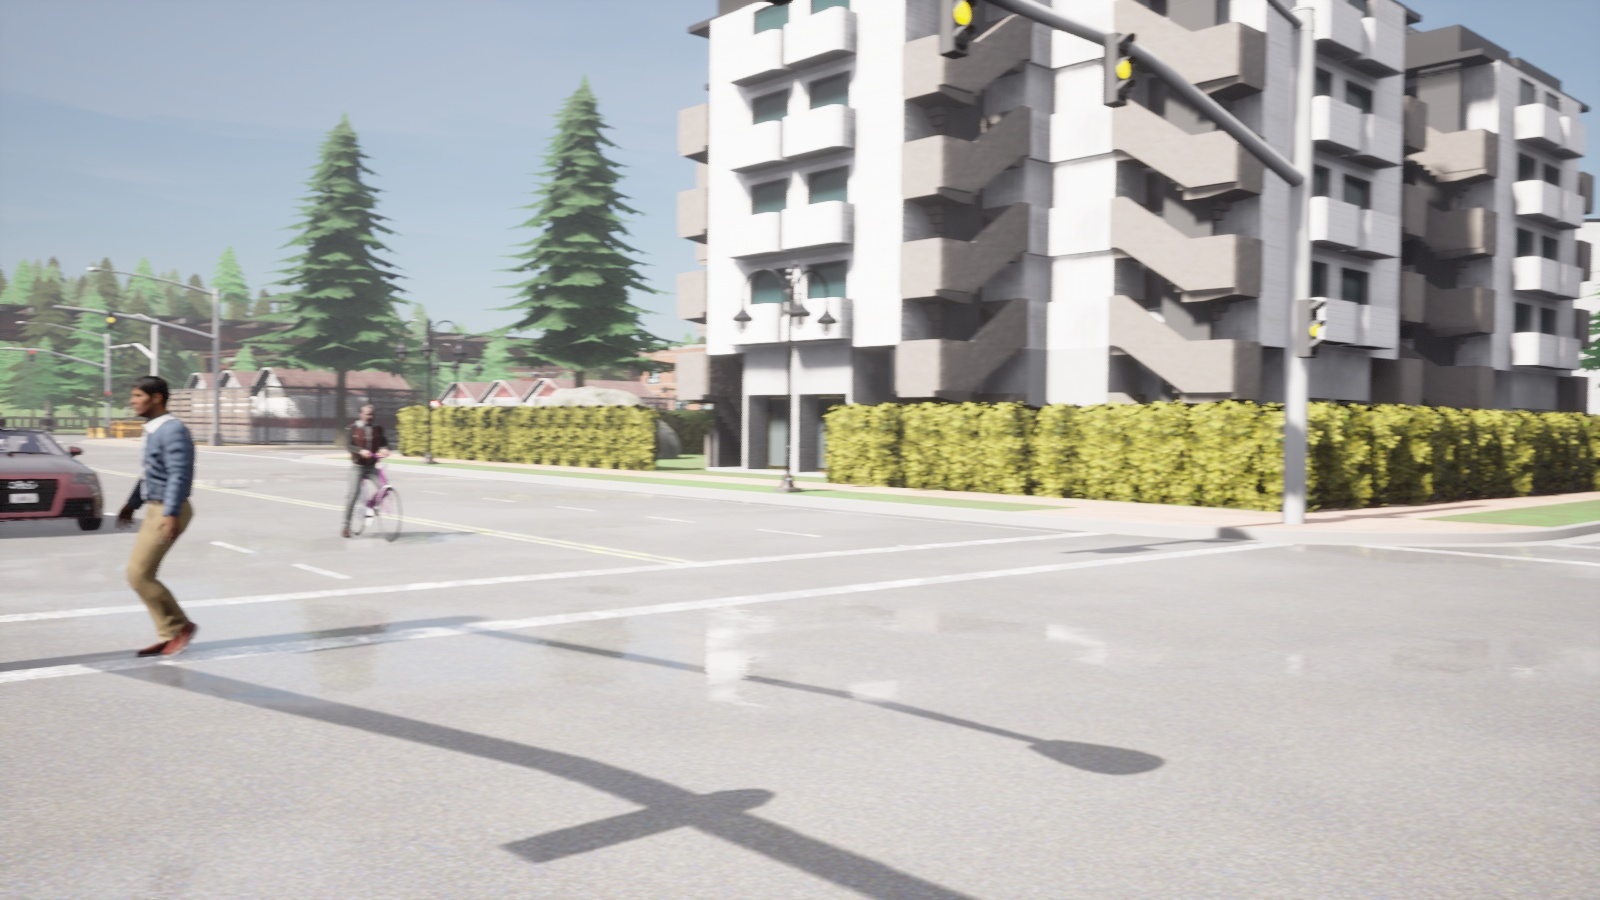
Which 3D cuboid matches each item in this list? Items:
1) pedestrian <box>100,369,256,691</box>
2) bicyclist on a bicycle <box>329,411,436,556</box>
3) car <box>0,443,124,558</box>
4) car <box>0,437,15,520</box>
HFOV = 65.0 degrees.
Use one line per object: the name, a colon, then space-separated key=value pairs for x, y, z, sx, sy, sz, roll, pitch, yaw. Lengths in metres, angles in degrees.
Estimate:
pedestrian: x=-3.962 y=0.478 z=8.015 sx=0.788 sy=1.949 sz=0.423 roll=-1 pitch=1 yaw=-39
bicyclist on a bicycle: x=-5.441 y=0.404 z=16.312 sx=0.659 sy=1.776 sz=1.843 roll=-1 pitch=1 yaw=-40
car: x=-11.054 y=0.627 z=17.554 sx=1.994 sy=1.385 sz=4.181 roll=-1 pitch=1 yaw=-40
car: x=-16.168 y=0.509 z=23.632 sx=1.845 sy=1.501 sz=3.633 roll=-1 pitch=1 yaw=-40
